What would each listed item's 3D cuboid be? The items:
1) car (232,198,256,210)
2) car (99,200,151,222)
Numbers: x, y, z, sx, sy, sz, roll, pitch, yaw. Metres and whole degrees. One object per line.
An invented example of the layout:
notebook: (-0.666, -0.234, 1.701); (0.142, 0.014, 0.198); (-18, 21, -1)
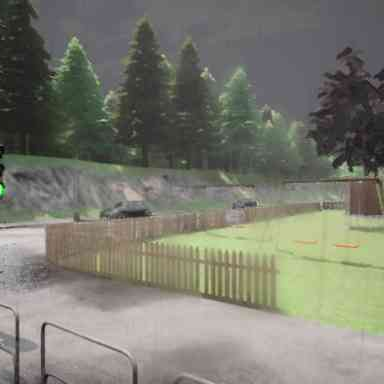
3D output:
car: (7.292, 1.671, 46.252); (1.837, 1.490, 4.892); (-1, -1, 36)
car: (-5.636, 1.514, 28.280); (2.097, 1.767, 4.553); (-1, 0, 36)
